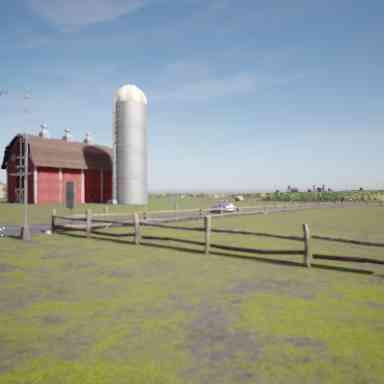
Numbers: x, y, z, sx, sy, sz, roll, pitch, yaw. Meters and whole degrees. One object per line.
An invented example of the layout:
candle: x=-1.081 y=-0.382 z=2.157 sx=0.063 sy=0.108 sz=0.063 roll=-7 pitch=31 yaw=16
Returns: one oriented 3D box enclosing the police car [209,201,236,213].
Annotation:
police car: x=4.053 y=2.060 z=44.724 sx=2.038 sy=1.542 sz=4.974 roll=0 pitch=-1 yaw=35
